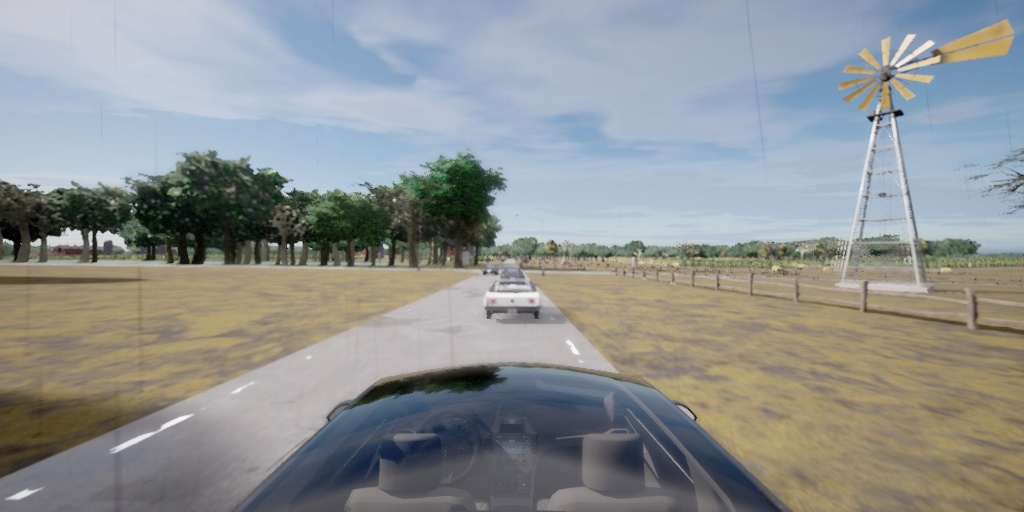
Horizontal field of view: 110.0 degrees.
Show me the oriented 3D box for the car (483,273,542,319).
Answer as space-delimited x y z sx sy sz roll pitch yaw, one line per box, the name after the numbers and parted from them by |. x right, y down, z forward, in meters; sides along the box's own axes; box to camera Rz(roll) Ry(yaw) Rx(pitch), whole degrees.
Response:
0.042 1.490 13.578 1.895 1.301 4.718 0 -1 1 | car

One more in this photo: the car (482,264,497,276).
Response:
-2.797 1.753 46.985 2.128 1.511 4.902 0 -1 0 | car

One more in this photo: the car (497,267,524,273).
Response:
0.047 1.635 29.308 1.994 1.385 4.181 0 -1 1 | car
